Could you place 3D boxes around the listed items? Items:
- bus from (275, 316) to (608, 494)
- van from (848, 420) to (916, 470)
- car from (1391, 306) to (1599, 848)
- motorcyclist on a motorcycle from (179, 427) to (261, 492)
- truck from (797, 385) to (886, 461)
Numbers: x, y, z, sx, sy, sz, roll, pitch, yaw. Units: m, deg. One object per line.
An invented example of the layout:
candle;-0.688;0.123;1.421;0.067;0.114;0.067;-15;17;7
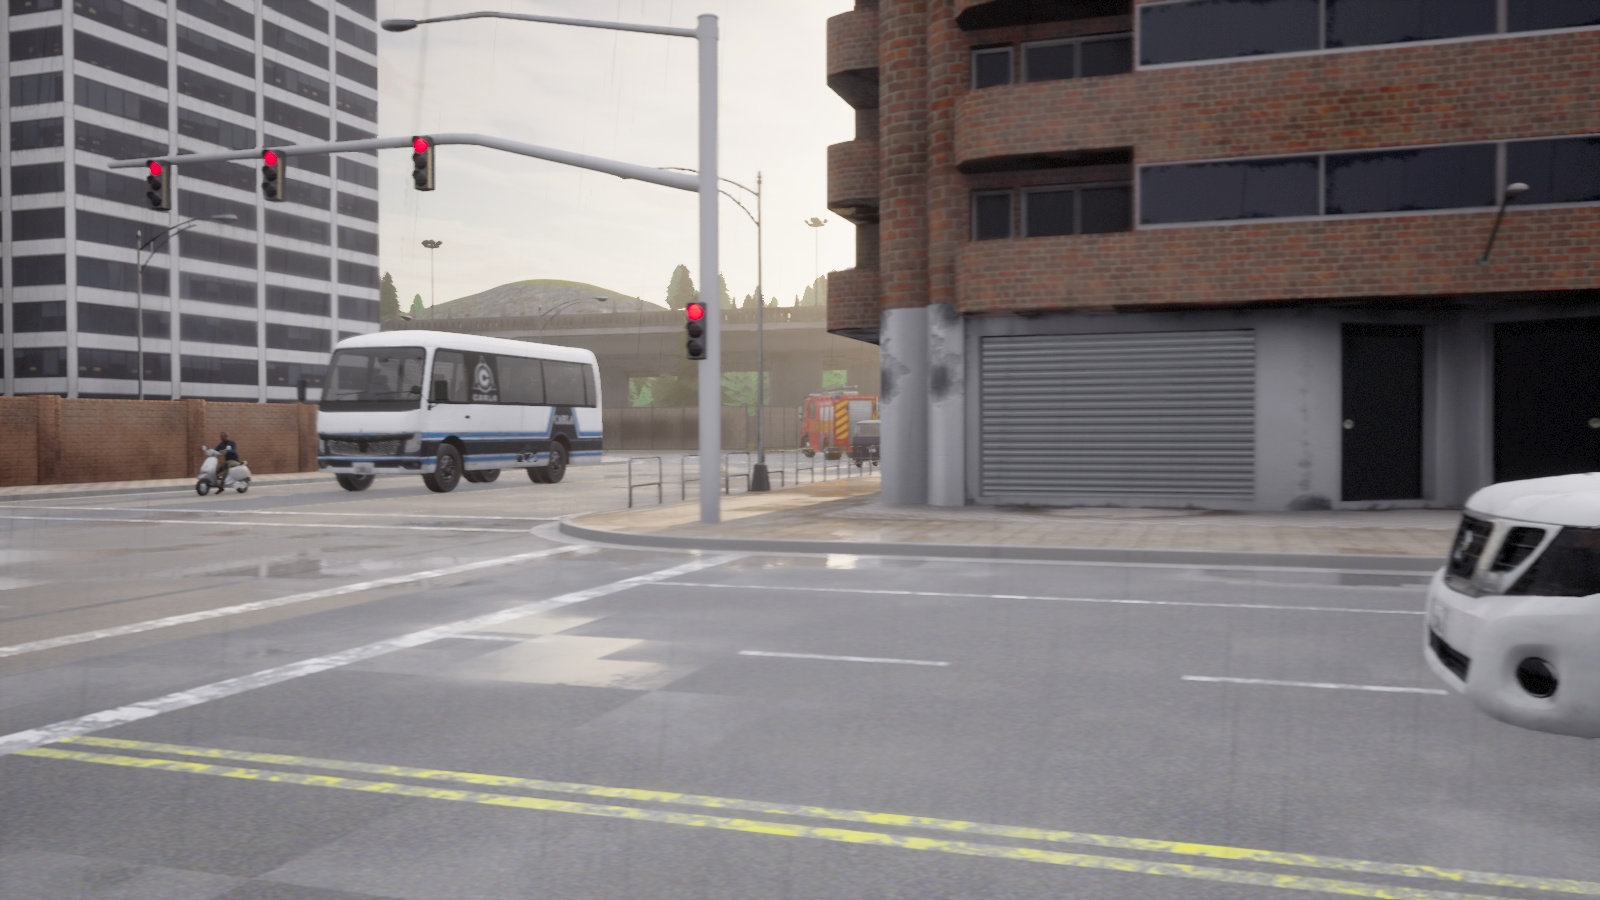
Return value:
bus;-9.550;-1.154;35.453;3.944;4.253;10.273;1;1;18
van;3.492;-0.250;52.630;1.775;1.987;4.442;1;1;18
car;5.563;0.486;5.010;5.566;2.045;2.150;1;1;19
motorcyclist on a motorcycle;-14.540;0.220;31.547;0.866;1.590;1.817;1;1;18
truck;2.096;-1.435;67.807;2.891;3.827;8.468;0;1;-12
